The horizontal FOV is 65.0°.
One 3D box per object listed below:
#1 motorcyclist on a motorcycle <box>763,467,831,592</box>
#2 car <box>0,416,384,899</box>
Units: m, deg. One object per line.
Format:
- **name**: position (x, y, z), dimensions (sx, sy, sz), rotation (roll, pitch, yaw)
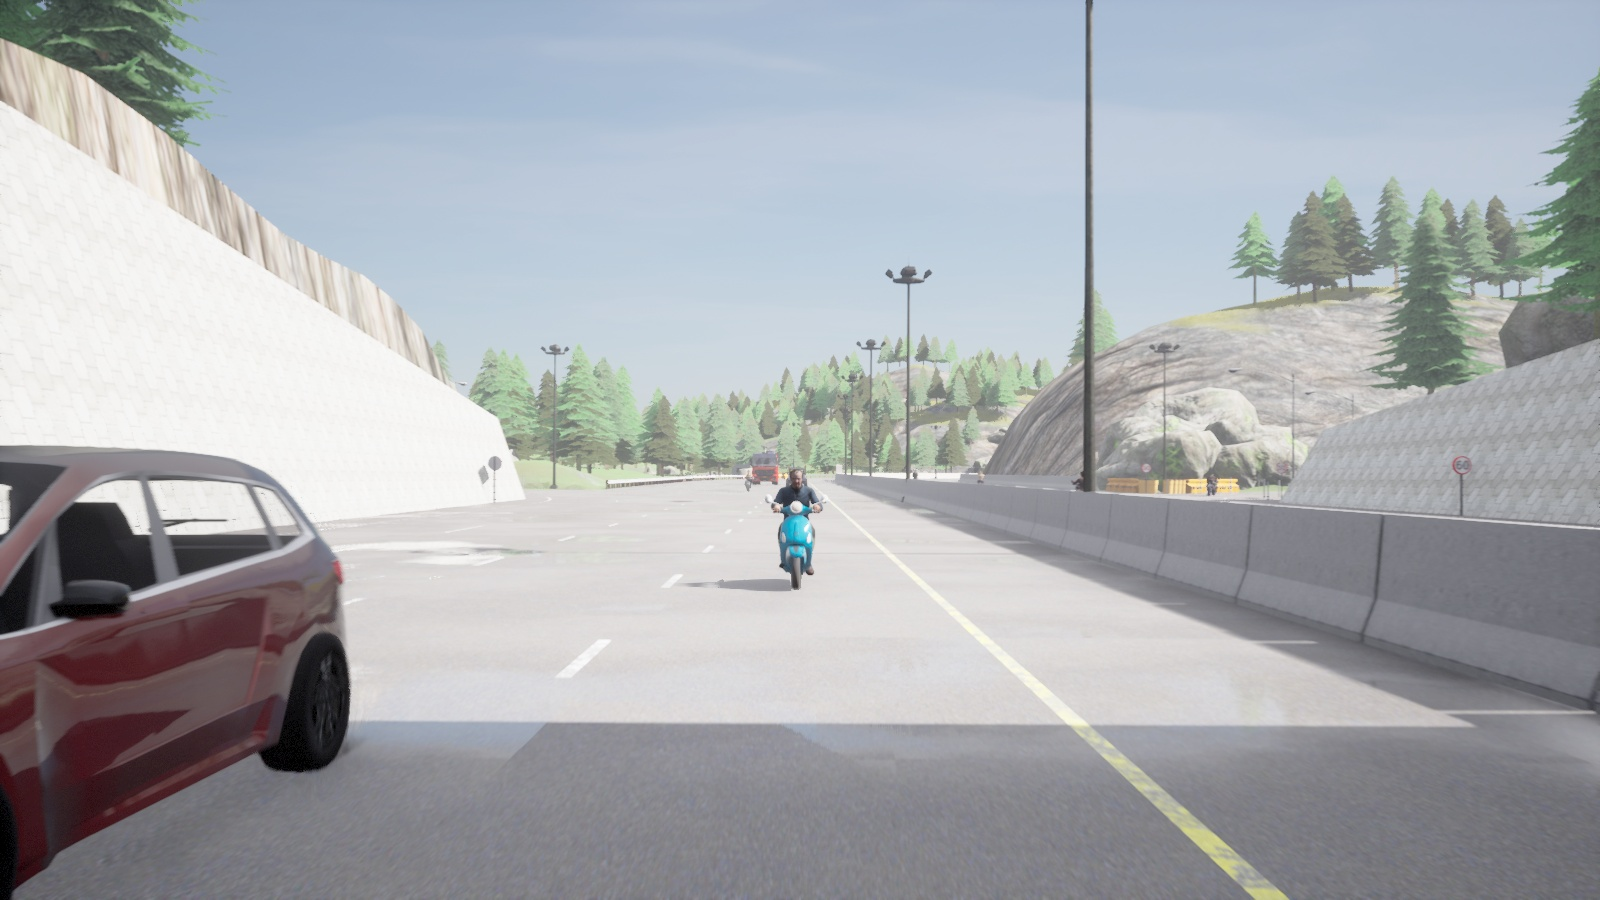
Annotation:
- **motorcyclist on a motorcycle**: position (-0.042, 1.052, 17.042), dimensions (0.866, 1.590, 1.817), rotation (0, -2, 0)
- **car**: position (-3.513, 0.755, 4.934), dimensions (2.242, 1.667, 4.611), rotation (0, -1, 0)
